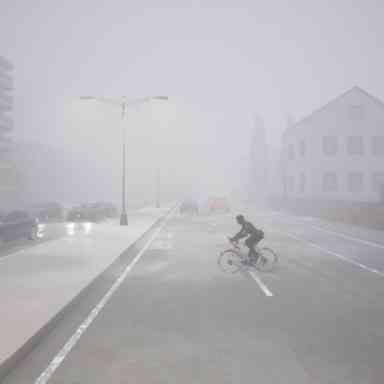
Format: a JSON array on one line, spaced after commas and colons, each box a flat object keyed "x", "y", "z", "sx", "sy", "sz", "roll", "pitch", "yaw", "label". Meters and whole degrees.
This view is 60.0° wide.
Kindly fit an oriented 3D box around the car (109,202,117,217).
[{"x": -8.393, "y": 1.564, "z": 31.274, "sx": 1.994, "sy": 1.385, "sz": 4.181, "roll": 0, "pitch": 0, "yaw": 0, "label": "car"}]

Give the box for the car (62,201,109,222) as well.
[{"x": -8.287, "y": 1.564, "z": 26.179, "sx": 1.994, "sy": 1.385, "sz": 4.181, "roll": 0, "pitch": 0, "yaw": -1, "label": "car"}]

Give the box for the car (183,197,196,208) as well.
[{"x": -0.427, "y": 1.525, "z": 48.219, "sx": 1.812, "sy": 1.442, "sz": 4.674, "roll": 0, "pitch": 0, "yaw": -1, "label": "car"}]

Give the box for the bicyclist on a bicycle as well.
[{"x": 1.519, "y": 1.455, "z": 9.223, "sx": 1.656, "sy": 1.620, "sz": 0.582, "roll": -2, "pitch": 0, "yaw": -1, "label": "bicyclist on a bicycle"}]

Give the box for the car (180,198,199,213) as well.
[{"x": -0.286, "y": 1.601, "z": 36.136, "sx": 1.895, "sy": 1.301, "sz": 4.718, "roll": 0, "pitch": 0, "yaw": -1, "label": "car"}]

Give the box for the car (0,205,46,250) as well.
[{"x": -8.242, "y": 1.504, "z": 14.047, "sx": 1.837, "sy": 1.490, "sz": 4.892, "roll": 0, "pitch": 0, "yaw": -1, "label": "car"}]

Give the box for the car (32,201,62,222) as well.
[{"x": -11.864, "y": 1.503, "z": 26.572, "sx": 1.837, "sy": 1.490, "sz": 4.892, "roll": 0, "pitch": 0, "yaw": -1, "label": "car"}]

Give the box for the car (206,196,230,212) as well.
[{"x": 3.137, "y": 1.352, "z": 38.600, "sx": 2.097, "sy": 1.767, "sz": 4.553, "roll": 0, "pitch": 0, "yaw": 0, "label": "car"}]
